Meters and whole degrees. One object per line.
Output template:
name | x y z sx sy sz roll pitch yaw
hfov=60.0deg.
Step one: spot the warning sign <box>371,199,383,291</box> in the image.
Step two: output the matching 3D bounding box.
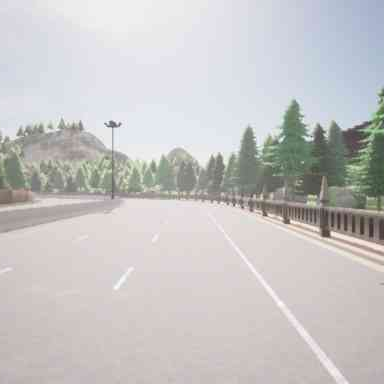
warning sign | 4.550 1.088 6.715 1.300 1.860 1.060 0 0 0
